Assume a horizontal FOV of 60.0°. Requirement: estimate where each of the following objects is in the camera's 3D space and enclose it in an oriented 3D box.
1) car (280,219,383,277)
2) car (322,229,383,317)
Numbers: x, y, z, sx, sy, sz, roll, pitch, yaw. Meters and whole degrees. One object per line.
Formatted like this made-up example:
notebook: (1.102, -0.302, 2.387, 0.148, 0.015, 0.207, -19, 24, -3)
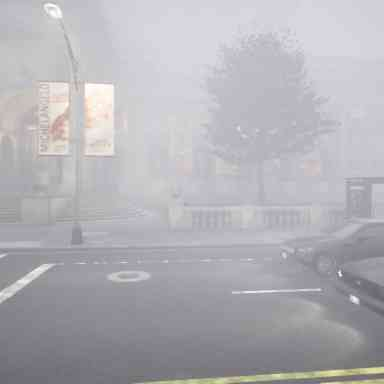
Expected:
car: (4.957, 1.526, 9.751, 4.674, 1.442, 1.812, 0, 0, -6)
car: (5.570, 1.547, 6.298, 5.357, 1.411, 2.033, 0, 0, -7)
